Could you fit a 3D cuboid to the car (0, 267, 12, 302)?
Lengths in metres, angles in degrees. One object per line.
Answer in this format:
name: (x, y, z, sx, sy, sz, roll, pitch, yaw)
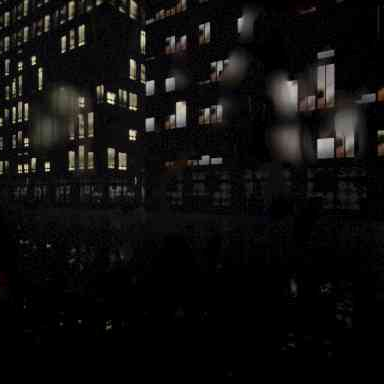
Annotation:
car: (-5.559, 1.526, 6.817, 4.829, 1.417, 1.752, 0, 0, 35)
